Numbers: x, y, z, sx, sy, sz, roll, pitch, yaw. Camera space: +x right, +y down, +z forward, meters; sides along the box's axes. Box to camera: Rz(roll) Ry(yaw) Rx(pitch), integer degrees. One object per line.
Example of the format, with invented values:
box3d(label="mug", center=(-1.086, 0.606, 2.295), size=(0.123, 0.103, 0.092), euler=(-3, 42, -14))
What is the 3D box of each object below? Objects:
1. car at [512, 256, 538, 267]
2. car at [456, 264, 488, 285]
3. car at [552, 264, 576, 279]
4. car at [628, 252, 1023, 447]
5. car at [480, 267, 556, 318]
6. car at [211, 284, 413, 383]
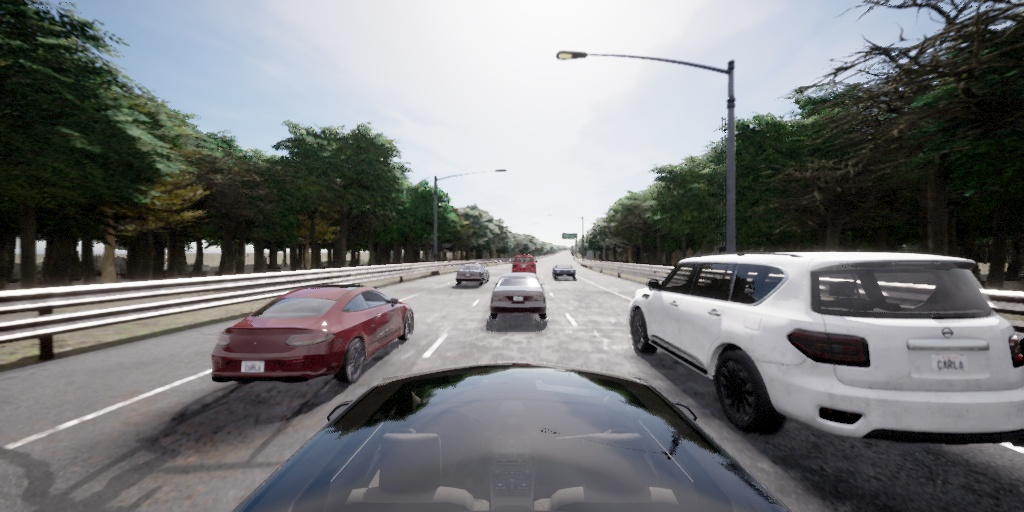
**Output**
box3d(label="car", center=(1.168, 0.980, 33.012), size=(2.150, 2.045, 5.566), euler=(0, 0, 4))
box3d(label="car", center=(-2.754, 1.299, 25.906), size=(2.033, 1.411, 5.357), euler=(0, 0, 3))
box3d(label="car", center=(4.658, 1.363, 32.728), size=(1.895, 1.301, 4.718), euler=(0, 0, 4))
box3d(label="car", center=(3.642, 0.975, 5.649), size=(2.150, 2.045, 5.566), euler=(0, 0, 1))
box3d(label="car", center=(0.250, 1.299, 13.007), size=(2.033, 1.411, 5.357), euler=(0, 0, 2))
box3d(label="car", center=(-3.347, 1.273, 6.961), size=(1.812, 1.442, 4.674), euler=(0, 0, 0))
